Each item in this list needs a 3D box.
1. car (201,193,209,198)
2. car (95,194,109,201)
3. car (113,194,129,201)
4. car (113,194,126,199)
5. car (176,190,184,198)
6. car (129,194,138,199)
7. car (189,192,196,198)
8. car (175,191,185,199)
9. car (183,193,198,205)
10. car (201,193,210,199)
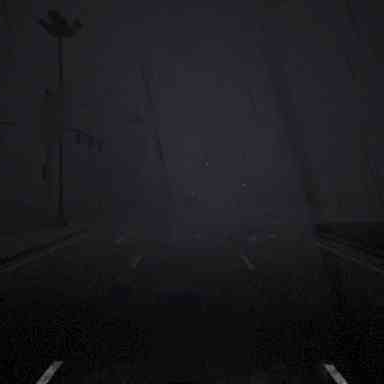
[{"bbox_3d":[3.654,0.921,95.266,1.994,1.385,4.181,0,0,0],"label":"car"},{"bbox_3d":[-18.498,1.155,68.741,1.837,1.490,4.892,0,0,0],"label":"car"},{"bbox_3d":[-14.998,1.181,68.649,2.128,1.511,4.902,0,0,0],"label":"car"},{"bbox_3d":[-18.418,1.115,84.462,2.033,1.411,5.357,0,0,0],"label":"car"},{"bbox_3d":[-3.346,0.593,95.336,2.150,2.045,5.566,0,0,0],"label":"car"},{"bbox_3d":[-14.919,1.116,84.397,2.033,1.411,5.357,0,0,0],"label":"car"},{"bbox_3d":[0.154,0.869,95.286,1.837,1.490,4.892,0,0,0],"label":"car"},{"bbox_3d":[-3.414,1.106,85.009,2.033,1.411,5.357,0,0,0],"label":"car"},{"bbox_3d":[0.002,1.277,54.017,2.033,1.411,5.357,0,0,0],"label":"car"},{"bbox_3d":[3.585,1.041,84.849,1.882,1.535,5.008,0,0,0],"label":"car"}]
